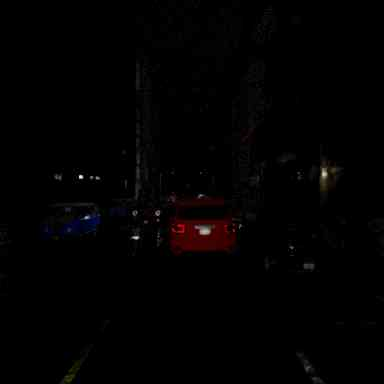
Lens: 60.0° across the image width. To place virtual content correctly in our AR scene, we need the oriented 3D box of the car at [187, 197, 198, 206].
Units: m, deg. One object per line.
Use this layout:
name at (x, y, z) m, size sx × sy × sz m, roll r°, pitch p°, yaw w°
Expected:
car at (0.115, 1.703, 59.506) m, size 1.837 × 1.490 × 4.892 m, roll 0°, pitch 0°, yaw 0°

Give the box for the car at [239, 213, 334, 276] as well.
car at (2.854, 1.585, 10.299) m, size 2.008 × 1.369 × 4.403 m, roll 0°, pitch 0°, yaw 0°

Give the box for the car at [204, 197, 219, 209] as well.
car at (2.863, 1.605, 49.839) m, size 1.967 × 1.590 × 4.097 m, roll 0°, pitch 0°, yaw 0°

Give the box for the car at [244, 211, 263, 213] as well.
car at (2.856, 1.603, 15.948) m, size 2.008 × 1.369 × 4.403 m, roll 0°, pitch 0°, yaw 0°

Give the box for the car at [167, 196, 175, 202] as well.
car at (-5.652, 1.886, 89.377) m, size 1.802 × 1.307 × 4.206 m, roll 0°, pitch 0°, yaw 0°

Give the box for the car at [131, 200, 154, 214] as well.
car at (-5.664, 1.692, 38.538) m, size 1.947 × 1.339 × 4.313 m, roll 0°, pitch 0°, yaw 0°

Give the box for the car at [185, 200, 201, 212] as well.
car at (0.109, 1.737, 41.249) m, size 1.895 × 1.301 × 4.718 m, roll 0°, pitch 0°, yaw 0°

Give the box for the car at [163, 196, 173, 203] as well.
car at (-5.655, 1.704, 78.080) m, size 1.967 × 1.590 × 4.097 m, roll 0°, pitch 0°, yaw 0°

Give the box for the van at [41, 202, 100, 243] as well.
van at (-5.671, 1.393, 15.944) m, size 1.690 × 1.788 × 3.998 m, roll 0°, pitch 0°, yaw 0°

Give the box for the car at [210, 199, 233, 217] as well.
car at (2.859, 1.548, 32.894) m, size 1.967 × 1.590 × 4.097 m, roll 0°, pitch 0°, yaw 0°

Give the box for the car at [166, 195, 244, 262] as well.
car at (0.237, 1.262, 12.455) m, size 2.150 × 2.045 × 5.566 m, roll 0°, pitch 0°, yaw -3°

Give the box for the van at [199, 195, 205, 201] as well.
van at (2.873, 1.666, 95.027) m, size 1.690 × 1.788 × 3.998 m, roll 0°, pitch 0°, yaw 0°

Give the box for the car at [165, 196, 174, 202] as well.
car at (-5.653, 1.835, 83.728) m, size 2.008 × 1.369 × 4.403 m, roll 0°, pitch 0°, yaw 0°

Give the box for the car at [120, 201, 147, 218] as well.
car at (-5.665, 1.632, 32.720) m, size 1.752 × 1.417 × 4.829 m, roll 0°, pitch 0°, yaw 0°

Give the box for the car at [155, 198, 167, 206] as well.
car at (-5.658, 1.749, 61.133) m, size 1.887 × 1.381 × 4.507 m, roll 0°, pitch 0°, yaw 0°

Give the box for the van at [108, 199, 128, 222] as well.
van at (-5.668, 1.430, 27.241) m, size 1.690 × 1.788 × 3.998 m, roll 0°, pitch 0°, yaw 0°

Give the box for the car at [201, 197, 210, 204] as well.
car at (2.869, 1.789, 72.433) m, size 1.887 × 1.381 × 4.507 m, roll 0°, pitch 0°, yaw 0°

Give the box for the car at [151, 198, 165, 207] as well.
car at (-5.660, 1.751, 55.484) m, size 1.947 × 1.339 × 4.313 m, roll 0°, pitch 0°, yaw 0°

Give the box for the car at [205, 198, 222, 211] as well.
car at (2.862, 1.586, 44.190) m, size 1.967 × 1.590 × 4.097 m, roll 0°, pitch 0°, yaw 0°

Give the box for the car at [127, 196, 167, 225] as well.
car at (-3.092, 1.432, 24.490) m, size 2.097 × 1.767 × 4.553 m, roll 0°, pitch 0°, yaw 0°

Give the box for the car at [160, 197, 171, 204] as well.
car at (-5.656, 1.795, 72.431) m, size 2.008 × 1.369 × 4.403 m, roll 0°, pitch 0°, yaw 0°

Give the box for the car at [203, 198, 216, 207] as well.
car at (2.865, 1.730, 55.487) m, size 1.887 × 1.381 × 4.507 m, roll 0°, pitch 0°, yaw 0°

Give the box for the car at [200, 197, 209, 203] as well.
car at (2.871, 1.830, 78.081) m, size 1.947 × 1.339 × 4.313 m, roll 0°, pitch 0°, yaw 0°
